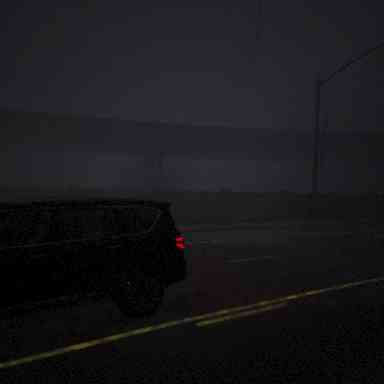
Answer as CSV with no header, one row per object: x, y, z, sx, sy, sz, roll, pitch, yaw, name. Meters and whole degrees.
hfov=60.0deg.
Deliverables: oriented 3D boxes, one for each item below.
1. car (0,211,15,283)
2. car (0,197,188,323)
-6.730,1.299,7.103,5.008,1.535,1.882,0,1,-36,car
-2.701,1.117,5.743,5.566,2.045,2.150,0,1,-34,car
